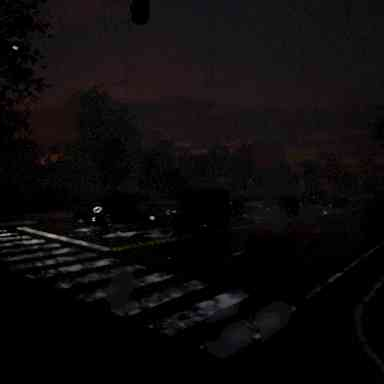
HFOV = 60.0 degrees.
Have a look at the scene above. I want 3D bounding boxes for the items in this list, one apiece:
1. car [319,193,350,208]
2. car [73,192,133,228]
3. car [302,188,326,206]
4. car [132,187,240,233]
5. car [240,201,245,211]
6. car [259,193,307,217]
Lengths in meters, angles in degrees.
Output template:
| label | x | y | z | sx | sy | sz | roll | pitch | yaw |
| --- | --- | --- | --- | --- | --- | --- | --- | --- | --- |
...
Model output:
| label | x | y | z | sx | sy | sz | roll | pitch | yaw |
| --- | --- | --- | --- | --- | --- | --- | --- | --- | --- |
| car | 16.586 | 1.125 | 38.139 | 1.895 | 1.301 | 4.718 | 3 | 2 | 39 |
| car | -3.872 | 0.778 | 17.477 | 2.097 | 1.767 | 4.553 | 3 | 2 | 38 |
| car | 15.185 | 0.595 | 41.560 | 2.150 | 2.045 | 5.566 | 3 | 2 | 39 |
| car | -0.071 | 0.794 | 17.045 | 2.150 | 2.045 | 5.566 | 3 | 2 | 38 |
| car | 1.988 | 0.956 | 24.925 | 2.033 | 1.411 | 5.357 | 3 | 2 | 38 |
| car | 7.026 | 1.055 | 26.064 | 1.837 | 1.490 | 4.892 | 3 | 3 | 38 |
